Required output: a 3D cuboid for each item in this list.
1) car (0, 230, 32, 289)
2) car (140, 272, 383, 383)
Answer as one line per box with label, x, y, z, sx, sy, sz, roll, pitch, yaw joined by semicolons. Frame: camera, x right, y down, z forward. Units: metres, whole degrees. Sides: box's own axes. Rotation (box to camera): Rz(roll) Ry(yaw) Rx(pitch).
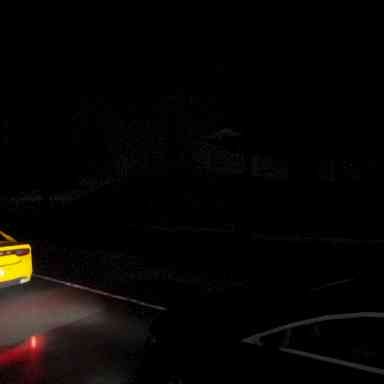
car;-5.888;1.468;8.038;5.008;1.535;1.882;0;0;35
car;1.711;1.492;2.787;4.902;1.511;2.128;0;0;35
